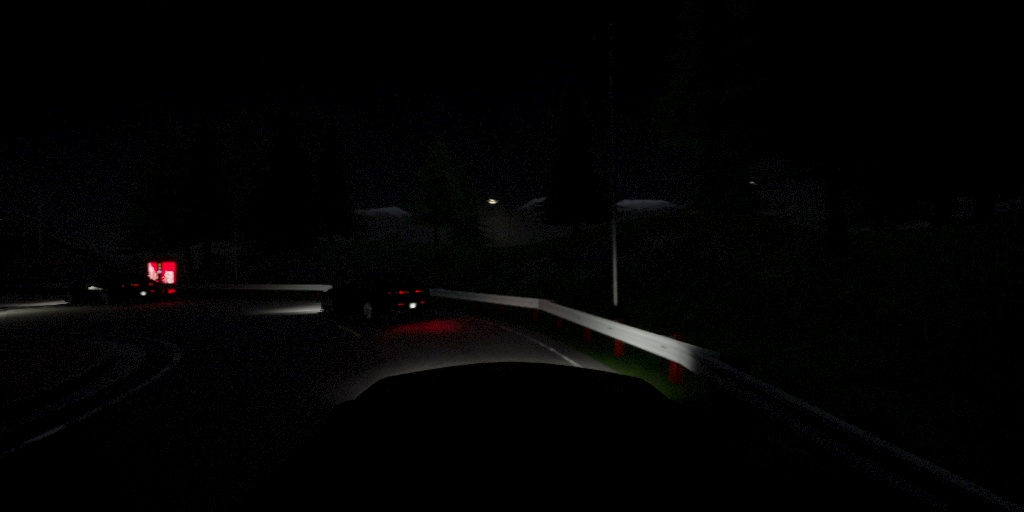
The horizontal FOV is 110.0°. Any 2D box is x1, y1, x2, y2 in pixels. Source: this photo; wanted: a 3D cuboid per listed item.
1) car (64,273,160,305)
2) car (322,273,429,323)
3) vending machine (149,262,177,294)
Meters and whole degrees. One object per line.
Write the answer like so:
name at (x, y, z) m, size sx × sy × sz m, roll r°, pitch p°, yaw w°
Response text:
car at (-20.492, 1.639, 18.393) m, size 4.892 × 1.490 × 1.837 m, roll -1°, pitch 0°, yaw 17°
car at (-4.897, 1.334, 12.640) m, size 4.892 × 1.490 × 1.837 m, roll -2°, pitch -2°, yaw 41°
vending machine at (-21.691, 1.346, 22.315) m, size 0.880 × 2.100 × 1.100 m, roll 0°, pitch 0°, yaw 17°
